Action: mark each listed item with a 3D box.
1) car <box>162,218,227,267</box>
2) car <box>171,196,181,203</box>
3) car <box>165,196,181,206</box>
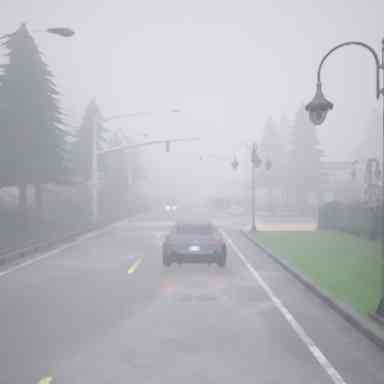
[{"bbox_3d":[0.077,1.583,11.495,1.994,1.385,4.181,0,0,0],"label":"car"},{"bbox_3d":[-3.496,1.656,73.855,2.033,1.411,5.357,0,0,0],"label":"car"},{"bbox_3d":[-3.543,1.585,58.356,2.128,1.511,4.902,0,0,1],"label":"car"}]
